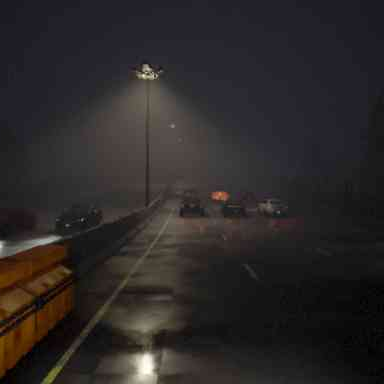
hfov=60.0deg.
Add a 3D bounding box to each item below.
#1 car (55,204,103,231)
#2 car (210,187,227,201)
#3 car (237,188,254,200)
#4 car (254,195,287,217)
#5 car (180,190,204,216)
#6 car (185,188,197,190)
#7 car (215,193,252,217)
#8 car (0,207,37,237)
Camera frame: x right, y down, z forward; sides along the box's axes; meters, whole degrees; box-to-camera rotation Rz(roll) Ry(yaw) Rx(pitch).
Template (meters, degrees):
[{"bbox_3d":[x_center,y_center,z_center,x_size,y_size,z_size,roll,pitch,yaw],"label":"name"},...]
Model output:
[{"bbox_3d":[-7.066,1.563,21.298,2.128,1.511,4.902,0,1,0],"label":"car"},{"bbox_3d":[3.364,0.074,42.058,2.097,1.767,4.553,0,6,0],"label":"car"},{"bbox_3d":[6.864,0.185,42.698,1.812,1.442,4.674,0,6,0],"label":"car"},{"bbox_3d":[6.992,1.277,29.170,1.812,1.442,4.674,0,3,0],"label":"car"},{"bbox_3d":[-0.009,1.077,29.577,2.097,1.767,4.553,0,3,0],"label":"car"},{"bbox_3d":[-0.137,0.186,42.329,2.128,1.511,4.902,0,6,0],"label":"car"},{"bbox_3d":[3.492,1.247,29.080,2.128,1.511,4.902,0,3,0],"label":"car"},{"bbox_3d":[-10.625,1.629,19.127,1.812,1.442,4.674,0,1,0],"label":"car"}]
